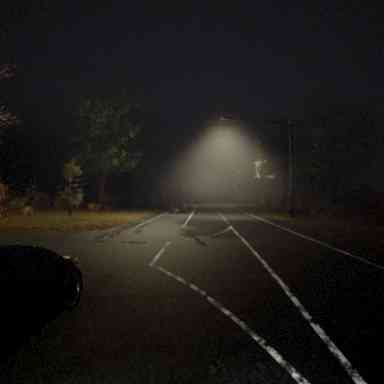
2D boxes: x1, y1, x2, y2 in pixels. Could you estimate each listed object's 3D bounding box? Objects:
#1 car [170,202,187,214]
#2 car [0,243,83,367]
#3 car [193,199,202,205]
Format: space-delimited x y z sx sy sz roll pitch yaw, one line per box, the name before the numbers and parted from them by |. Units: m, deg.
car | -1.719 2.071 43.108 1.837 1.490 4.892 0 -1 2
car | -3.194 1.513 4.907 1.994 1.385 4.181 1 1 2
car | 1.521 2.603 85.365 2.033 1.411 5.357 -1 -1 8
